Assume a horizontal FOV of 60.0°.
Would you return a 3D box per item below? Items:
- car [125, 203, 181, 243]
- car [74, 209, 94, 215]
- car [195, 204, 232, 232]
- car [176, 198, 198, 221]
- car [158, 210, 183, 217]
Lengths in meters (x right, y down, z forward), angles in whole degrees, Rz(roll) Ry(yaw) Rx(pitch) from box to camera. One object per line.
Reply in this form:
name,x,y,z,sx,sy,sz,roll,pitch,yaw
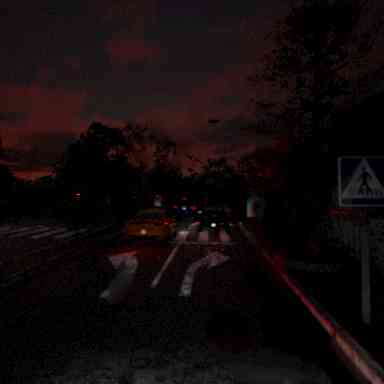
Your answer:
car,-1.873,1.549,16.482,1.882,1.535,5.008,0,-1,4
car,-22.129,4.269,68.809,4.892,1.490,1.837,4,-5,-41
car,1.430,1.625,21.172,1.837,1.490,4.892,0,0,5
car,-0.403,1.639,31.343,2.150,2.045,5.566,0,-3,6
car,-4.715,4.657,72.206,4.902,1.511,2.128,0,-4,17
